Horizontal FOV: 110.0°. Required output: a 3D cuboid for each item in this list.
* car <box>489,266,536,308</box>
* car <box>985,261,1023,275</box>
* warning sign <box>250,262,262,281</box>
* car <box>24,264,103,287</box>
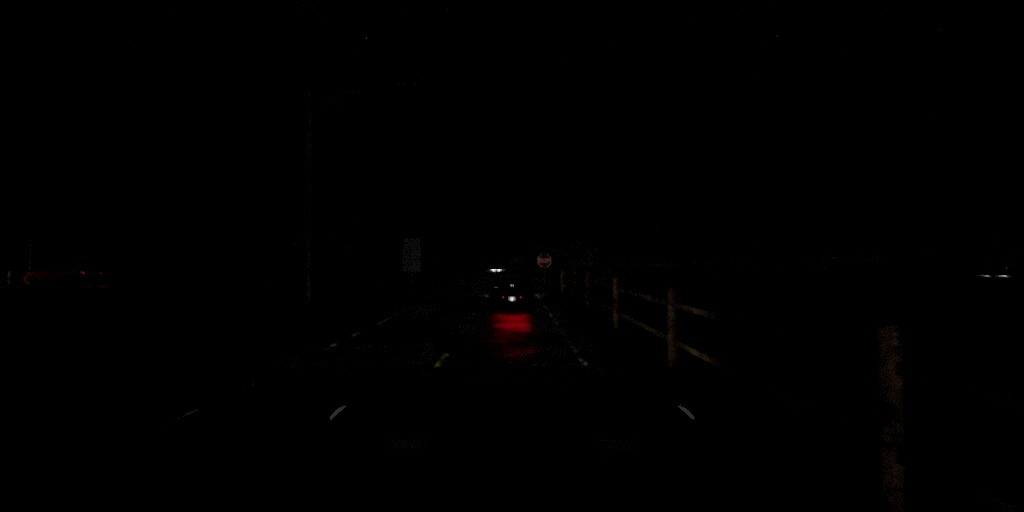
[{"bbox_3d":[0.008,1.396,16.163,1.837,1.490,4.892,0,0,0],"label":"car"},{"bbox_3d":[48.744,1.173,34.713,4.181,1.385,1.994,0,-2,0],"label":"car"},{"bbox_3d":[-25.782,1.561,36.378,1.060,1.860,1.300,0,0,-1],"label":"warning sign"},{"bbox_3d":[-42.115,1.776,33.788,5.566,2.045,2.150,-1,-2,-1],"label":"car"}]
